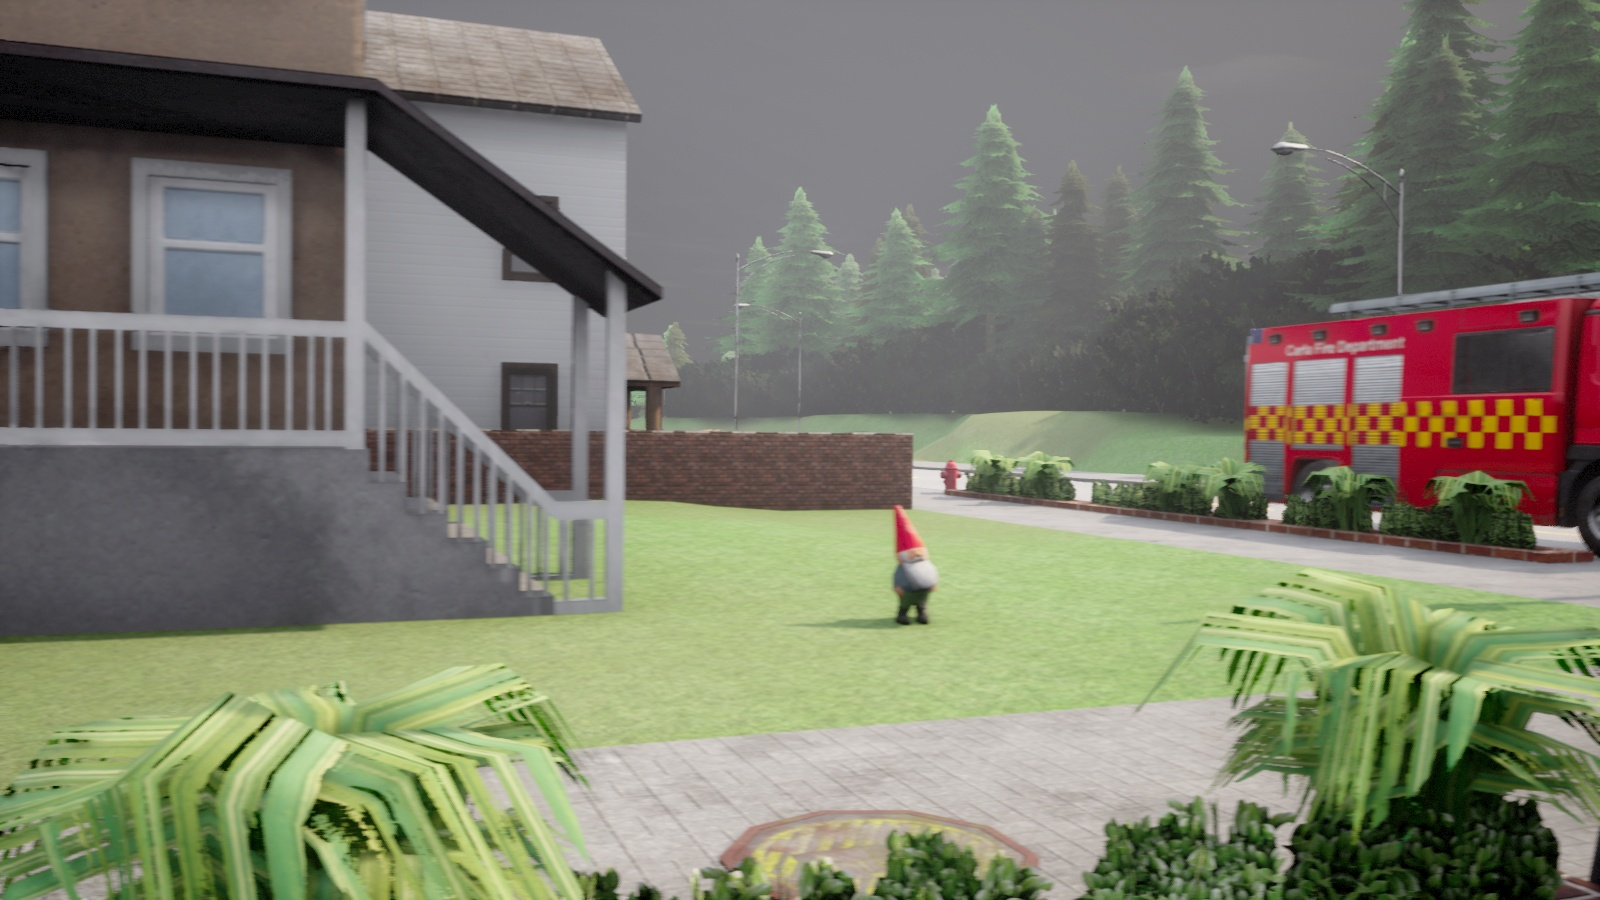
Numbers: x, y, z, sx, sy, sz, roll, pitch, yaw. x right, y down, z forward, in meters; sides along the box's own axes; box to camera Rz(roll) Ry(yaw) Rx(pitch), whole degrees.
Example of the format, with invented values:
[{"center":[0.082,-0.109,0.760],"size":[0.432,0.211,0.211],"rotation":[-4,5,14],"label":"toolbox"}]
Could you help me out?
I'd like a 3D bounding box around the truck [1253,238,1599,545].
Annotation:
[{"center":[10.621,-0.775,18.046],"size":[2.891,3.827,8.468],"rotation":[-1,1,-21],"label":"truck"}]
